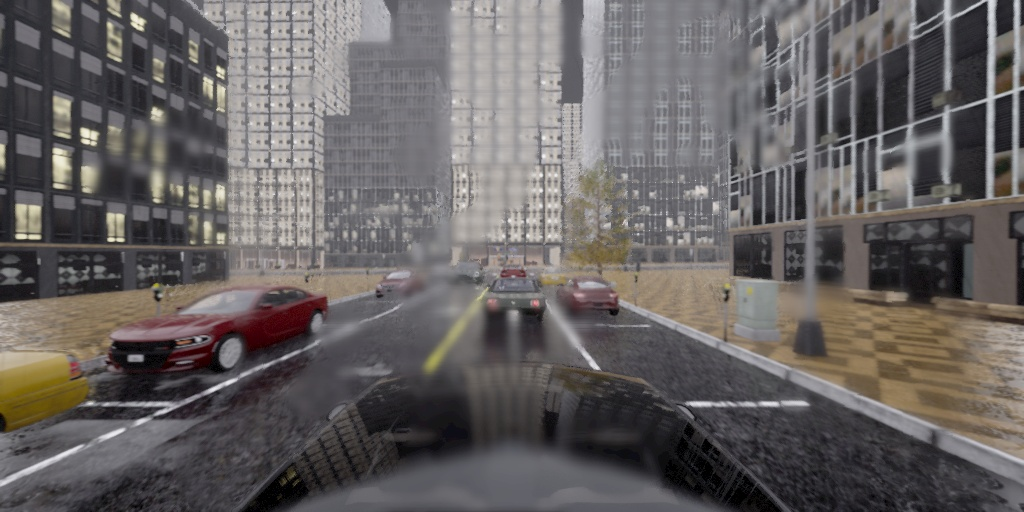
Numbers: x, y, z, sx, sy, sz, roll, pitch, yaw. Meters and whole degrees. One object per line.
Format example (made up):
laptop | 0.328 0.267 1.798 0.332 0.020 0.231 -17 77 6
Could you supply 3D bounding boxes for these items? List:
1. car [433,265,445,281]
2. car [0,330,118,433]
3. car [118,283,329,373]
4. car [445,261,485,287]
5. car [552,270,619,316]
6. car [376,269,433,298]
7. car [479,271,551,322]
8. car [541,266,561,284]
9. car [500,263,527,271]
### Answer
car | -5.668 1.384 29.908 2.007 1.370 4.403 0 0 0
car | -5.692 1.277 1.941 1.751 1.417 4.829 0 0 0
car | -5.686 1.313 7.670 1.888 1.381 4.507 0 0 0
car | -3.066 1.171 25.253 2.097 1.767 4.553 0 0 0
car | 2.699 1.366 13.222 1.802 1.307 4.207 0 0 0
car | -5.677 1.382 18.789 1.802 1.307 4.207 0 0 0
car | 0.090 1.382 12.446 1.895 1.301 4.718 0 0 0
car | 2.708 1.342 24.512 1.751 1.417 4.829 0 0 0
car | 0.099 1.304 27.300 1.882 1.535 5.008 0 0 0
